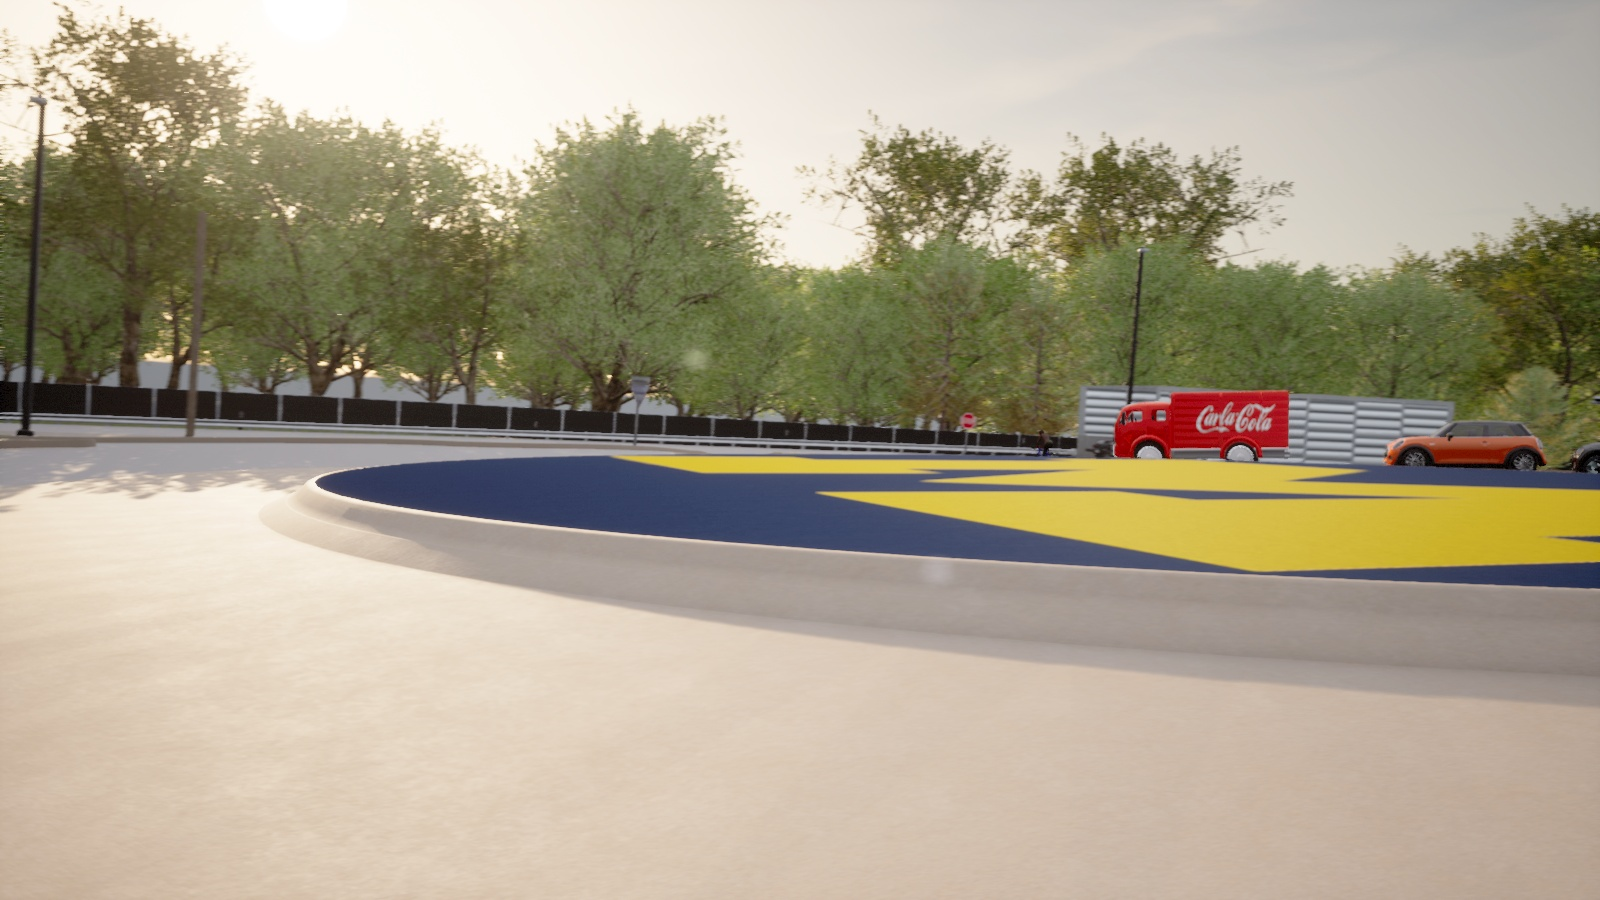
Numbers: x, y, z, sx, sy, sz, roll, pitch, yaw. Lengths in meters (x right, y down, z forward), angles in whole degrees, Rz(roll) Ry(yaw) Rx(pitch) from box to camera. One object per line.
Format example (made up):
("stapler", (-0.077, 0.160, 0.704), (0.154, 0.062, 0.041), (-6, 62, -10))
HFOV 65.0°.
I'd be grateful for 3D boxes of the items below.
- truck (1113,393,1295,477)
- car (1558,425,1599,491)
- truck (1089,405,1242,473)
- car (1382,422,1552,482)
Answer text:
("truck", (12.525, -0.436, 38.910), (5.204, 2.467, 2.627), (0, 0, 21))
("car", (21.960, 0.344, 31.205), (2.033, 1.649, 4.856), (4, 1, -33))
("truck", (20.925, -0.626, 71.987), (7.936, 3.462, 2.891), (2, 3, -17))
("car", (21.143, 0.033, 40.031), (4.553, 1.767, 2.097), (1, 1, 22))
